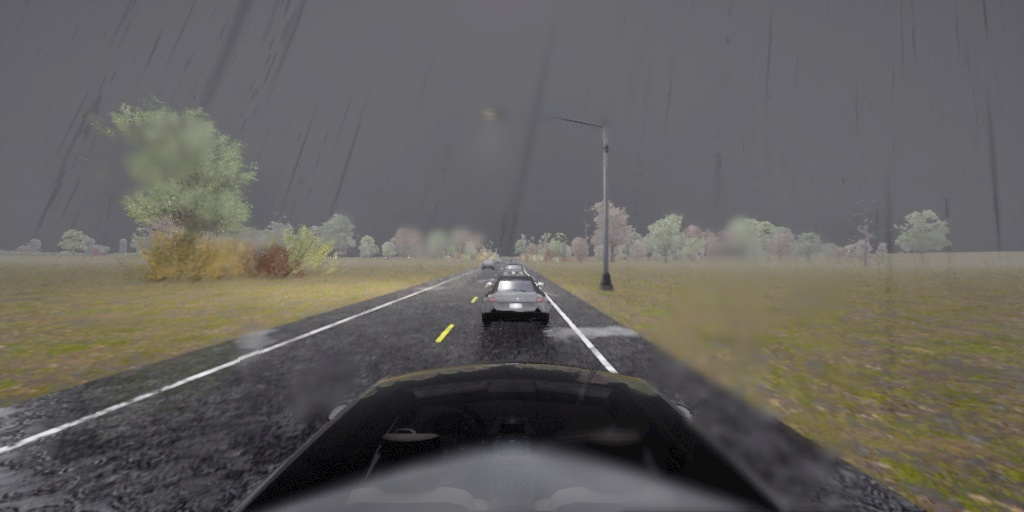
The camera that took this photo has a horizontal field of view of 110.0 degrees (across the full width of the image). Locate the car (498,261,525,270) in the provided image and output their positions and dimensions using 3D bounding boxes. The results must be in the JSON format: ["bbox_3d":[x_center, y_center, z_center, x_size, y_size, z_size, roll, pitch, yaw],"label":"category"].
[{"bbox_3d":[0.108,1.356,29.851,2.033,1.411,5.357,0,0,0],"label":"car"}]

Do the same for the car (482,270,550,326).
[{"bbox_3d":[0.103,1.336,11.784,1.994,1.385,4.181,0,0,0],"label":"car"}]

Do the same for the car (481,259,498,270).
[{"bbox_3d":[-3.548,1.335,54.103,1.882,1.535,5.008,0,0,0],"label":"car"}]
